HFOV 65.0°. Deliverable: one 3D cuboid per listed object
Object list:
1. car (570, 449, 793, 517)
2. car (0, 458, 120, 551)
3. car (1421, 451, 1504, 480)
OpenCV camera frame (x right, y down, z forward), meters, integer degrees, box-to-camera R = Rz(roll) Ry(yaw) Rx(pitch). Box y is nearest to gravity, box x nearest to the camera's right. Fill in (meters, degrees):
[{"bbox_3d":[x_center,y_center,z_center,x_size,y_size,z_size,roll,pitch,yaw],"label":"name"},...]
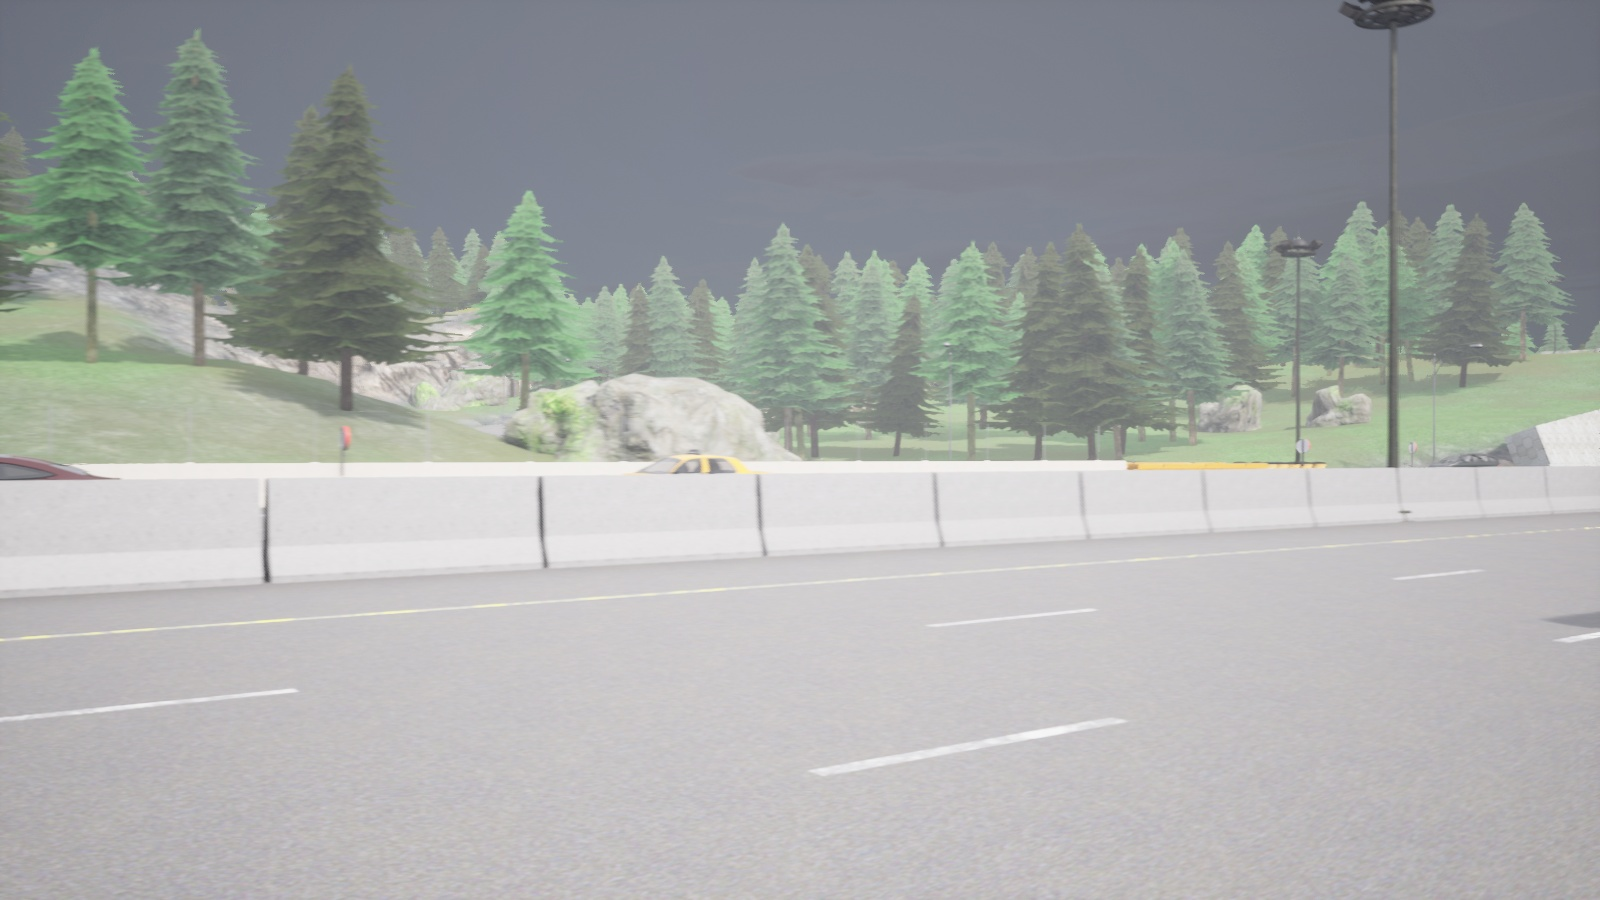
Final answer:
[{"bbox_3d":[-2.900,0.767,31.491,5.366,1.575,1.801,0,0,-35],"label":"car"},{"bbox_3d":[-13.501,0.847,19.846,4.674,1.442,1.812,0,0,-35],"label":"car"},{"bbox_3d":[35.676,0.811,67.647,3.705,1.549,1.789,0,0,-13],"label":"car"}]
